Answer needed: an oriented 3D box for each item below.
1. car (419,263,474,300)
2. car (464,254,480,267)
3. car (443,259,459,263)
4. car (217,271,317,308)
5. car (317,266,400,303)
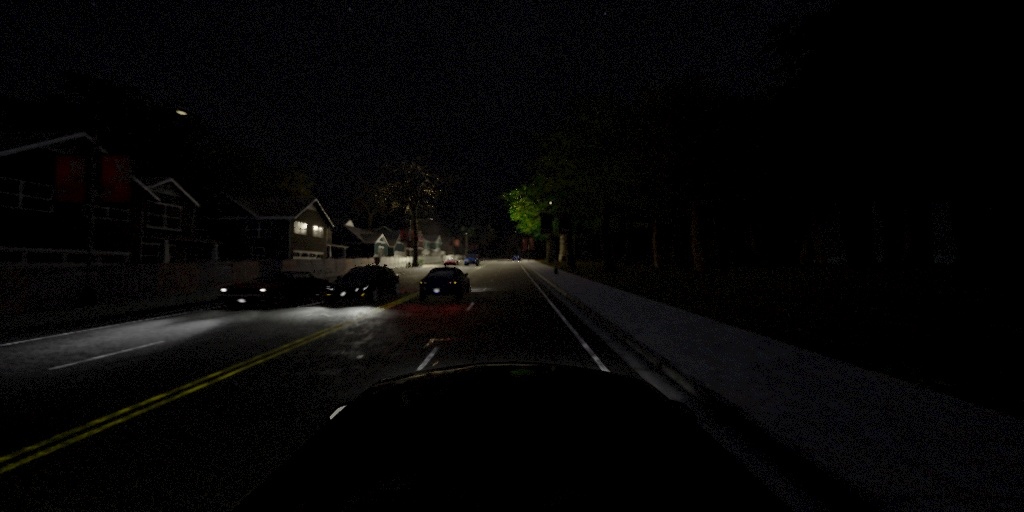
[{"bbox_3d":[-3.141,1.241,17.246,1.812,1.442,4.674,0,0,0],"label":"car"},{"bbox_3d":[-6.517,0.698,58.682,2.150,2.045,5.566,0,1,1],"label":"car"},{"bbox_3d":[-9.766,1.084,57.851,1.895,1.301,4.718,0,1,1],"label":"car"},{"bbox_3d":[-9.843,1.322,15.279,1.895,1.301,4.718,0,0,0],"label":"car"},{"bbox_3d":[-6.591,1.222,16.414,1.837,1.490,4.892,0,0,0],"label":"car"}]
